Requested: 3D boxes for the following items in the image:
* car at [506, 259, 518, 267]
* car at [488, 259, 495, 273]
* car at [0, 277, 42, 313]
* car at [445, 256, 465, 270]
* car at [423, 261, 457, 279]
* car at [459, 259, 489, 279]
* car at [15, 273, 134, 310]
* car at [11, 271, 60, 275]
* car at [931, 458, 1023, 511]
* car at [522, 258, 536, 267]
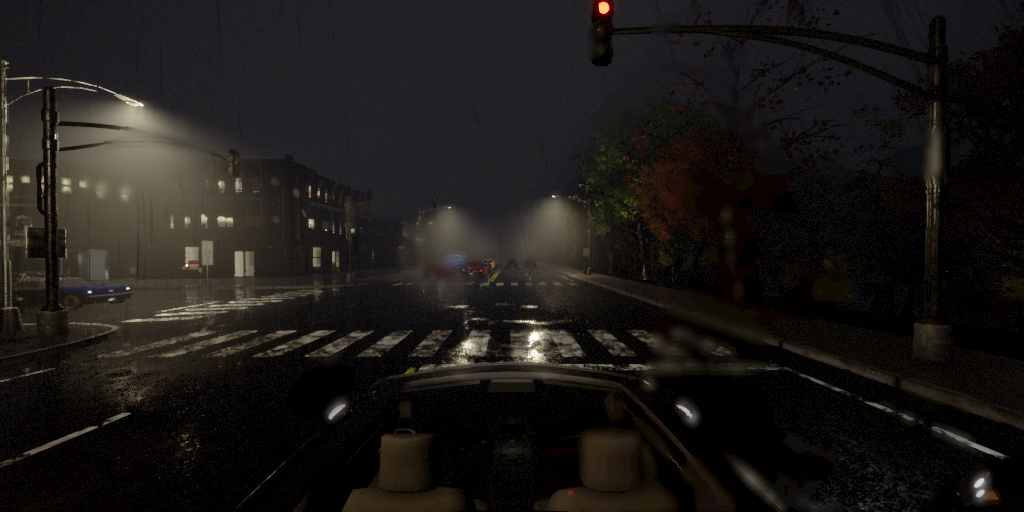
[{"bbox_3d":[-0.038,1.232,63.209,1.837,1.490,4.892,0,0,0],"label":"car"},{"bbox_3d":[-3.425,1.241,43.174,1.837,1.490,4.892,0,0,0],"label":"car"},{"bbox_3d":[-19.971,1.565,12.541,4.313,1.339,1.948,0,0,0],"label":"car"},{"bbox_3d":[-6.678,0.957,42.791,2.150,2.045,5.566,0,0,0],"label":"car"},{"bbox_3d":[-6.662,1.341,32.886,1.895,1.301,4.718,0,0,2],"label":"car"},{"bbox_3d":[-3.412,1.266,33.107,1.812,1.442,4.674,0,0,0],"label":"car"},{"bbox_3d":[-19.251,1.564,15.251,4.718,1.301,1.895,-1,1,0],"label":"car"},{"bbox_3d":[-28.323,1.560,21.034,4.403,1.370,2.007,0,0,0],"label":"car"},{"bbox_3d":[3.356,1.314,0.228,1.994,1.385,4.181,0,0,0],"label":"car"},{"bbox_3d":[3.212,1.204,63.231,1.882,1.535,5.008,0,0,0],"label":"car"}]
